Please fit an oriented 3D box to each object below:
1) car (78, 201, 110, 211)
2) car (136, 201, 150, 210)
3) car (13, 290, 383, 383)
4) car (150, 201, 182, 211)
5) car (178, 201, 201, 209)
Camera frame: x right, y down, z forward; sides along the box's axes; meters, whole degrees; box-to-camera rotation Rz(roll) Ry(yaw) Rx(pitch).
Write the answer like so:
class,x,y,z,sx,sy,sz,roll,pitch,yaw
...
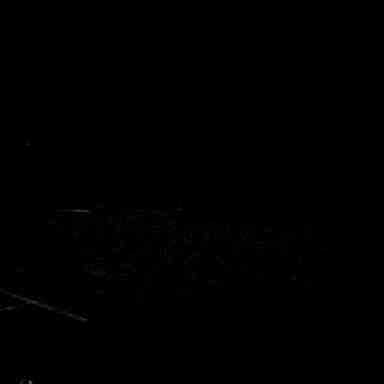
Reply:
class,x,y,z,sx,sy,sz,roll,pitch,yaw
car,-15.158,2.209,52.791,1.812,1.442,4.674,0,-1,36
car,-7.469,2.327,57.740,2.128,1.511,4.902,0,-2,37
car,0.275,1.566,2.768,4.313,1.339,1.947,0,0,35
car,-4.341,2.352,56.502,1.837,1.490,4.892,0,-1,36
car,-0.446,2.563,67.575,2.128,1.511,4.902,0,-1,36
